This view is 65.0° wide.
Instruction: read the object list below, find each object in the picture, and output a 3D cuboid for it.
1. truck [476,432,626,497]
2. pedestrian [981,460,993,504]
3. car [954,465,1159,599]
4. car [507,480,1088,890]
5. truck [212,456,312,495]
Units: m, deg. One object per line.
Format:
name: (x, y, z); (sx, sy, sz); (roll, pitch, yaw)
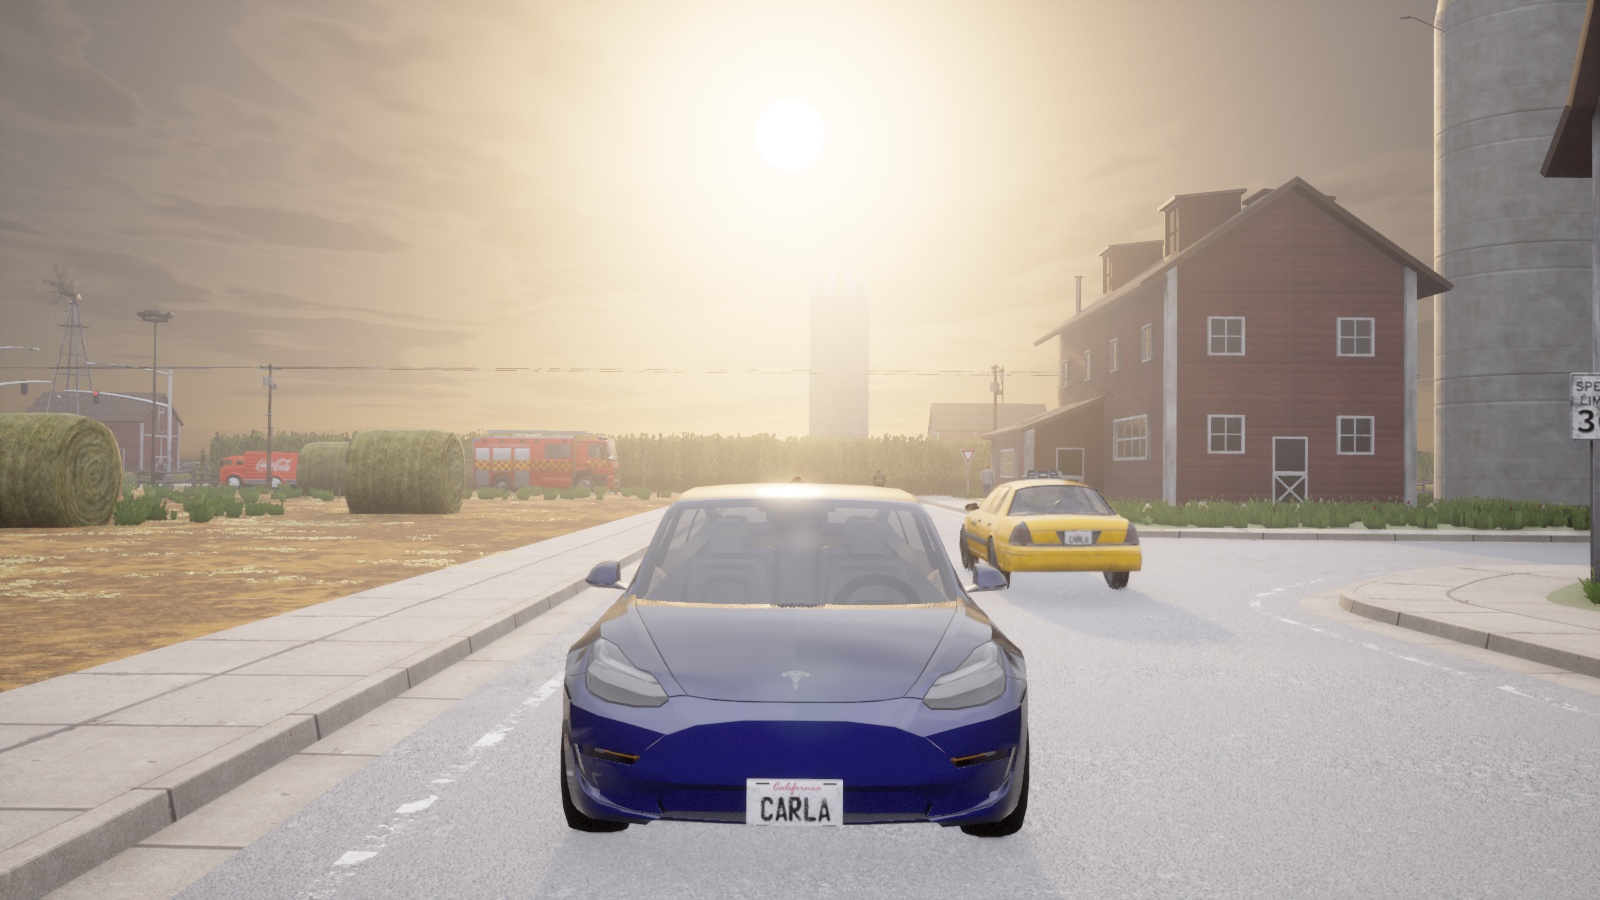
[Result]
truck: (-14.983, 0.888, 76.084); (8.468, 3.827, 2.891); (0, -1, 1)
pedestrian: (7.840, 1.324, 52.637); (0.354, 1.836, 0.706); (0, -1, 18)
car: (3.458, 1.028, 17.999); (1.801, 1.575, 5.366); (-1, 0, 0)
car: (-0.012, 0.931, 7.078); (2.163, 1.488, 4.792); (0, -1, 0)
truck: (-34.121, 1.617, 79.819); (5.204, 2.467, 2.627); (0, -1, 1)
